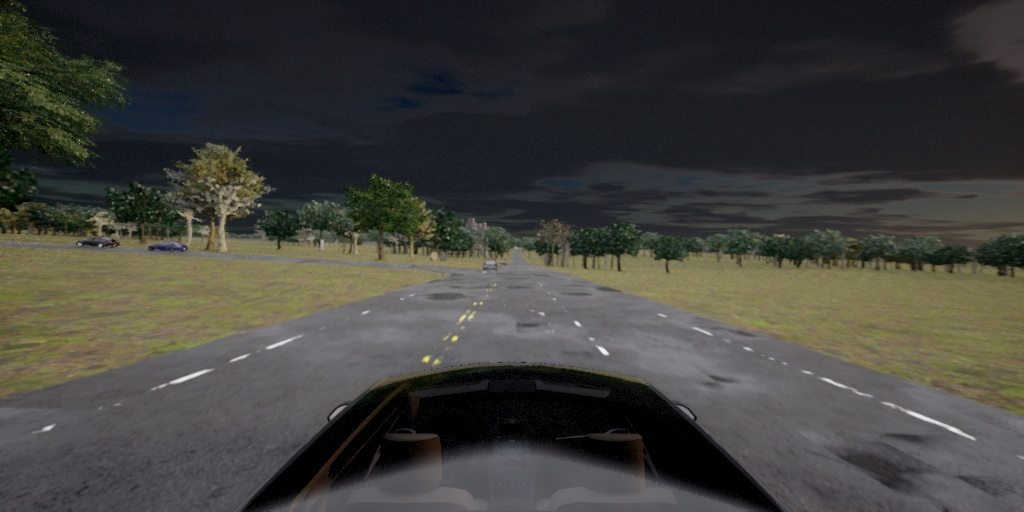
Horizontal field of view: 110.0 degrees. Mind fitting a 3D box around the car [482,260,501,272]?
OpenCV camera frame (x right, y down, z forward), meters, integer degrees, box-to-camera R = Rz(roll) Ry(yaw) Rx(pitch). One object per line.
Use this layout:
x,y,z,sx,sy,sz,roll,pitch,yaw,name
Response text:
-2.853,1.319,48.356,1.812,1.442,4.674,2,1,1,car
